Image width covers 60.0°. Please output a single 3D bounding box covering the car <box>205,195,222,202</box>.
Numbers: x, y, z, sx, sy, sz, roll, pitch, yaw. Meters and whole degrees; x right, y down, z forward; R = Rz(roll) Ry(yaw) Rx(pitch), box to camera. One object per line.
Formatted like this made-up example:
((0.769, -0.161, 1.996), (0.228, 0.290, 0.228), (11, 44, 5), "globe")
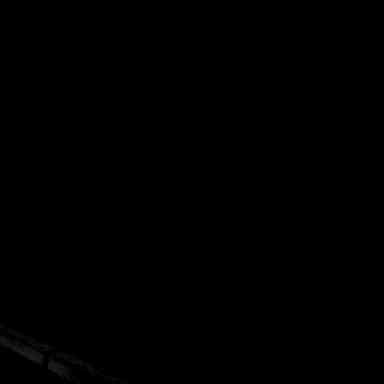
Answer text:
((5.442, 1.692, 90.710), (2.435, 2.045, 5.566), (6, 1, 44), "car")
